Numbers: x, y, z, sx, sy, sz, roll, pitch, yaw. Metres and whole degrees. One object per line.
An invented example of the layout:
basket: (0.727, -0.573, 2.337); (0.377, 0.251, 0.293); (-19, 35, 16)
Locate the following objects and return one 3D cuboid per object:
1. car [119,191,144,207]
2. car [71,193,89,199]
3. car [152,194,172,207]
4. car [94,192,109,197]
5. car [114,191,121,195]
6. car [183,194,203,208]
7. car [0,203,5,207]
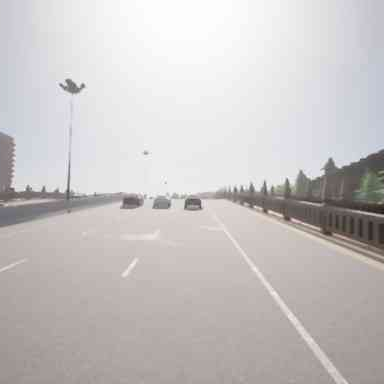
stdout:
car: (-6.889, 0.898, 39.409); (1.882, 1.535, 5.008); (0, 1, 0)
car: (-20.988, 0.803, 62.537); (2.033, 1.411, 5.357); (0, -1, 0)
car: (-3.389, 0.957, 38.736); (1.812, 1.442, 4.674); (0, 1, 0)
car: (-17.482, 0.687, 64.632); (2.033, 1.411, 5.357); (0, -1, 0)
car: (-13.982, 0.647, 64.632); (1.837, 1.490, 4.892); (0, -1, 0)
car: (0.110, 0.963, 37.022); (1.837, 1.490, 4.892); (0, 1, 0)
car: (-14.092, 1.295, 22.269); (1.895, 1.301, 4.718); (0, 1, 0)
